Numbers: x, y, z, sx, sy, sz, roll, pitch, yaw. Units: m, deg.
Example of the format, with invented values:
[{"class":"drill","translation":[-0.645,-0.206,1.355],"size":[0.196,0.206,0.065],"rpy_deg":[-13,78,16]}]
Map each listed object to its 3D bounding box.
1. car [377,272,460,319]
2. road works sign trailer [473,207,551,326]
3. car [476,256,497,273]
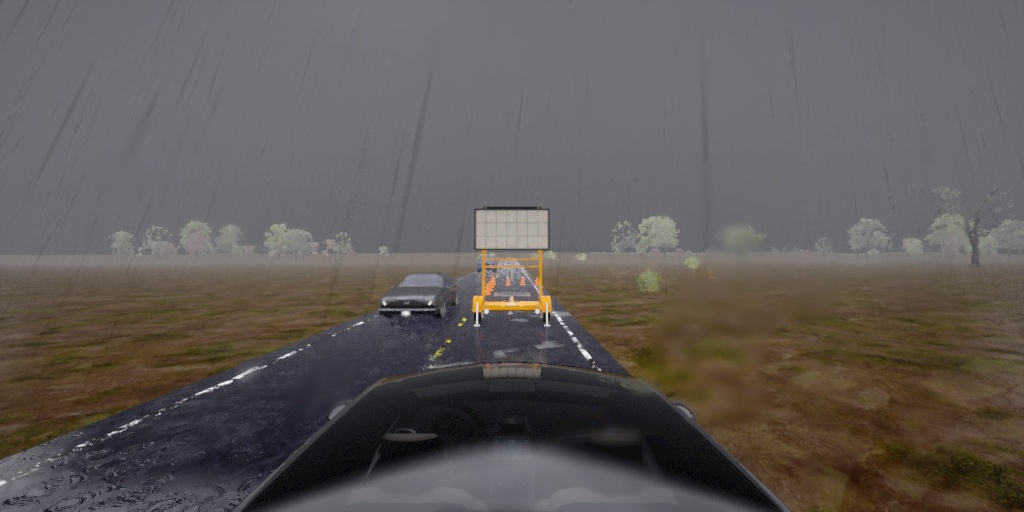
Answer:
[{"class":"car","translation":[-3.101,1.297,13.143],"size":[2.033,1.411,5.357],"rpy_deg":[0,0,0]},{"class":"road works sign trailer","translation":[0.002,0.214,11.605],"size":[2.380,3.560,2.880],"rpy_deg":[0,0,0]},{"class":"car","translation":[-2.987,0.969,43.248],"size":[2.150,2.045,5.566],"rpy_deg":[0,0,0]}]
